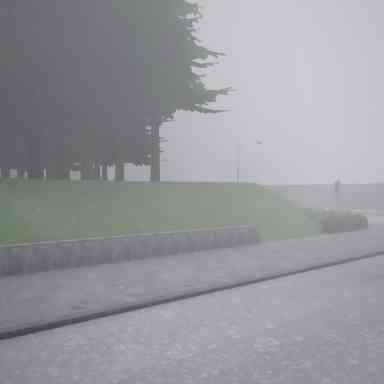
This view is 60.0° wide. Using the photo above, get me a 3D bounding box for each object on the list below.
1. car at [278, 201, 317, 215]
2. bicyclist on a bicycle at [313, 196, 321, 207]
[{"bbox_3d":[10.298,1.564,31.642,1.994,1.385,4.181,0,0,-35],"label":"car"},{"bbox_3d":[14.921,1.349,39.633,1.656,1.620,0.582,0,0,-35],"label":"bicyclist on a bicycle"}]
